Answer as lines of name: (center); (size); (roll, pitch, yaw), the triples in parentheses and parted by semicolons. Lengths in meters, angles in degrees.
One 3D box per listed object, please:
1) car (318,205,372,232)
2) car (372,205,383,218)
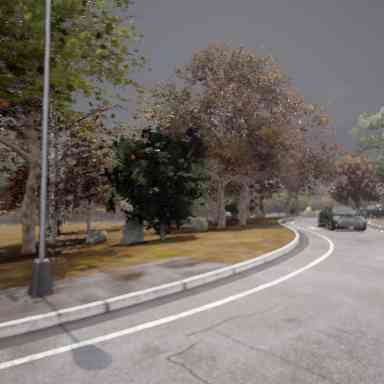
car: (10.228, 1.698, 22.943); (2.097, 1.767, 4.553); (1, -1, 8)
car: (20.742, 2.261, 37.893); (4.892, 1.490, 1.837); (1, -2, -20)
